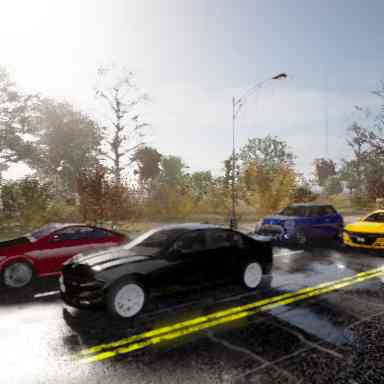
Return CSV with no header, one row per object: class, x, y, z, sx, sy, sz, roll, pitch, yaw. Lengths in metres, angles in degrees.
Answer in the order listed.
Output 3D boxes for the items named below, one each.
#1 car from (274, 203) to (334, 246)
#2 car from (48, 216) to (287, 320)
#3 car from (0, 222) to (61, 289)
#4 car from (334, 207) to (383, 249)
car,5.037,1.331,15.334,4.553,1.767,2.097,0,0,-36
car,-0.304,1.465,7.480,5.008,1.535,1.882,0,0,-36
car,-3.542,1.546,9.158,4.181,1.385,1.994,0,0,-35
car,8.163,1.462,13.587,5.008,1.535,1.882,0,0,-36
